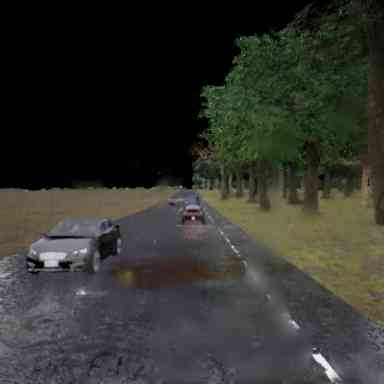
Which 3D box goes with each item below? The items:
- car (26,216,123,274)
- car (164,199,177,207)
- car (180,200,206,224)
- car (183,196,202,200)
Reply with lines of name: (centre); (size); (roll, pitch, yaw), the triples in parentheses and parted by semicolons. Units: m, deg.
car: (-3.593, 1.591, 10.983); (2.128, 1.511, 4.902); (0, 0, 0)
car: (-3.562, 1.799, 55.732); (1.895, 1.301, 4.718); (0, 0, 1)
car: (0.097, 1.707, 27.003); (1.837, 1.490, 4.892); (0, 0, 0)
car: (0.091, 1.475, 42.812); (2.150, 2.045, 5.566); (0, 0, 0)
